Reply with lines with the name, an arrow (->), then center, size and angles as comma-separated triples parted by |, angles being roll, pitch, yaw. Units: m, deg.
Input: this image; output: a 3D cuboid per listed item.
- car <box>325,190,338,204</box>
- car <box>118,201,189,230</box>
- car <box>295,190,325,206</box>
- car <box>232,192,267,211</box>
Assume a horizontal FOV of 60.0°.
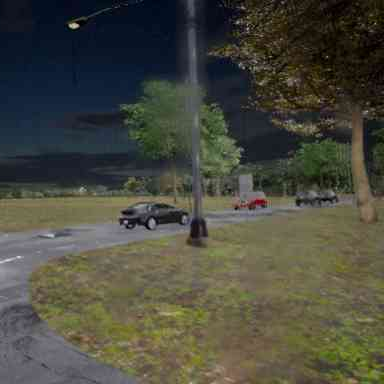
car -> 21.204, 0.755, 52.094 | 2.150, 2.045, 5.566 | -2, -1, 35
car -> -2.062, 1.311, 19.268 | 1.837, 1.490, 4.892 | -2, -1, 35
car -> 15.287, 0.805, 43.671 | 2.150, 2.045, 5.566 | -2, -1, 36
car -> 6.625, 1.004, 37.746 | 2.150, 2.045, 5.566 | -2, -1, 35
